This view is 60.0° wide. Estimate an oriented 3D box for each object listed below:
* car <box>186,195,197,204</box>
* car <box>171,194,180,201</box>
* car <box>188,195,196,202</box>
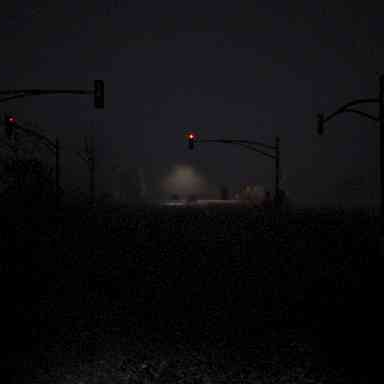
[{"bbox_3d":[-0.059,1.424,67.928,2.097,1.767,4.553,0,0,0],"label":"car"},{"bbox_3d":[-3.564,1.195,72.131,1.837,1.490,4.892,0,0,0],"label":"car"},{"bbox_3d":[-0.069,1.425,77.964,1.837,1.490,4.892,0,0,0],"label":"car"}]
